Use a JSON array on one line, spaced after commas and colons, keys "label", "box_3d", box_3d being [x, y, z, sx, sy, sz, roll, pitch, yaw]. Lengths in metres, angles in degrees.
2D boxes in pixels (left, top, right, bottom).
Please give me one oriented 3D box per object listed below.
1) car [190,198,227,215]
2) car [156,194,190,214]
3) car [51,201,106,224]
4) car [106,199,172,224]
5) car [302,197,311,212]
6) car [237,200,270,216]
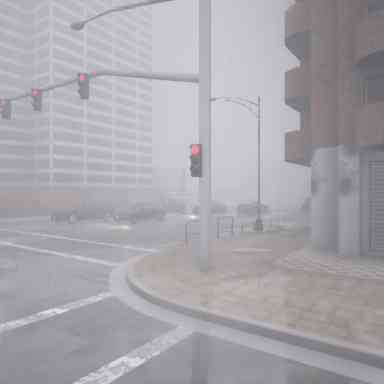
[{"label": "car", "box_3d": [1.821, 1.564, 33.271, 1.994, 1.385, 4.181, 0, 0, 36]}, {"label": "car", "box_3d": [-2.601, 1.352, 33.099, 2.097, 1.767, 4.553, 0, 0, 35]}, {"label": "car", "box_3d": [-8.176, 1.478, 25.230, 1.882, 1.535, 5.008, 0, 0, 35]}, {"label": "car", "box_3d": [-3.875, 1.526, 25.218, 1.812, 1.442, 4.674, 0, 0, 35]}, {"label": "car", "box_3d": [14.466, 1.352, 38.722, 2.097, 1.767, 4.553, 0, 0, 35]}, {"label": "car", "box_3d": [6.057, 1.526, 32.866, 1.812, 1.442, 4.674, 0, 0, 36]}]
